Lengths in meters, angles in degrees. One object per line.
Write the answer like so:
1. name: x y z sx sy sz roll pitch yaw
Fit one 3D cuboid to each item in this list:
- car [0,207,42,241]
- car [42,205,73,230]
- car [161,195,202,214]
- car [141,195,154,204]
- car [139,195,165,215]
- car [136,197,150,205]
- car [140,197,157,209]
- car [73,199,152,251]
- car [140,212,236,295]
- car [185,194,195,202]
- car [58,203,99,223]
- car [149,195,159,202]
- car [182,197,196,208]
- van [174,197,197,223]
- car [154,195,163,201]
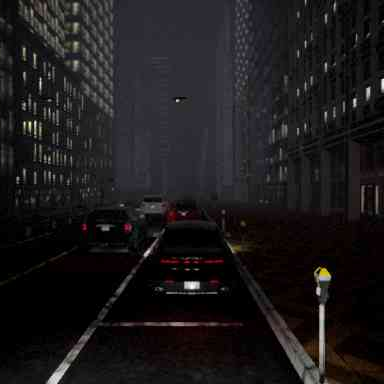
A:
1. car: -8.843 1.541 14.989 1.887 1.381 4.507 -1 0 0
2. car: -8.844 1.547 20.672 2.008 1.369 4.403 -1 0 0
3. car: -0.465 1.311 20.672 2.192 1.841 5.009 -1 0 0
4. car: -8.845 1.426 66.141 1.967 1.590 4.097 -1 0 0
5. car: -3.146 1.253 29.276 2.150 2.045 5.566 0 0 0
6. car: -8.843 1.569 60.458 1.802 1.307 4.206 -1 0 0
7. car: -6.146 1.552 47.248 1.837 1.490 4.892 0 0 0
8. car: -3.146 1.364 14.217 2.097 1.767 4.553 0 0 0
9. car: -0.001 1.502 8.651 1.837 1.490 4.892 0 0 0
10. car: -0.465 1.298 77.509 2.192 1.841 5.009 -1 0 0
11. car: -8.843 1.577 26.356 1.802 1.307 4.206 -1 0 0
12. car: -8.843 1.508 77.339 1.752 1.417 4.829 -1 0 0
13. car: -0.463 1.541 49.090 2.008 1.369 4.403 -1 0 0
14. van: -0.465 1.336 26.356 1.690 1.788 3.998 -1 0 0
15. car: -8.844 1.545 88.876 1.947 1.339 4.313 -1 0 0
